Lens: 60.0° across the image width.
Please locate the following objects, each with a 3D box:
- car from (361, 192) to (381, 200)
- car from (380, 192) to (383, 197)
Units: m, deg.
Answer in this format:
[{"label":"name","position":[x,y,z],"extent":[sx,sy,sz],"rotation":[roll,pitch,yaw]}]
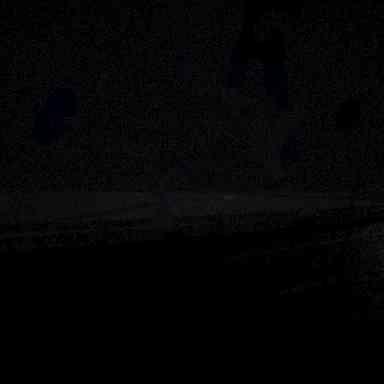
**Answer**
[{"label":"car","position":[45.254,1.397,83.377],"extent":[2.033,1.411,5.357],"rotation":[0,0,6]},{"label":"car","position":[48.467,1.315,80.780],"extent":[1.882,1.535,5.008],"rotation":[0,0,6]}]
